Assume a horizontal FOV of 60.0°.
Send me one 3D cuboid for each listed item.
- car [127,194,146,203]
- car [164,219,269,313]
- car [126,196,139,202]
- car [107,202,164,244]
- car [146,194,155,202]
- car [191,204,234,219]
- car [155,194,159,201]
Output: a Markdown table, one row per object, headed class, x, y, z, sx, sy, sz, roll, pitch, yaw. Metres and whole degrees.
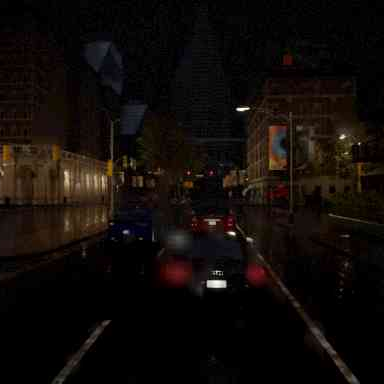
| class | x | y | z | sx | sy | sz | roll | pitch | yaw |
| --- | --- | --- | --- | --- | --- | --- | --- | --- | --- |
| car | -11.157 | 1.505 | 66.375 | 1.837 | 1.490 | 4.892 | 0 | 0 | 4 |
| car | 0.521 | 1.564 | 7.772 | 1.994 | 1.385 | 4.181 | 0 | 0 | 3 |
| car | -13.743 | 1.595 | 77.304 | 1.895 | 1.301 | 4.718 | 0 | 0 | 3 |
| car | -2.525 | 1.478 | 16.004 | 1.882 | 1.535 | 5.008 | 0 | 0 | 4 |
| car | -10.554 | 1.355 | 76.202 | 2.097 | 1.767 | 4.553 | 0 | 0 | 3 |
| car | 1.002 | 1.352 | 16.402 | 2.097 | 1.767 | 4.553 | 0 | 0 | 3 |
| car | -9.942 | 1.355 | 86.444 | 2.097 | 1.767 | 4.553 | 0 | 0 | 3 |
